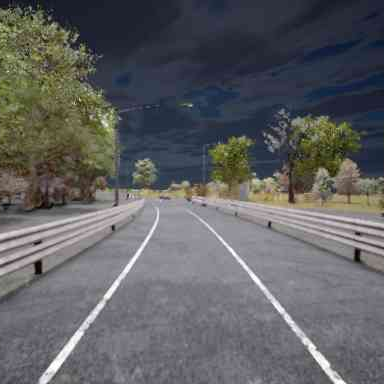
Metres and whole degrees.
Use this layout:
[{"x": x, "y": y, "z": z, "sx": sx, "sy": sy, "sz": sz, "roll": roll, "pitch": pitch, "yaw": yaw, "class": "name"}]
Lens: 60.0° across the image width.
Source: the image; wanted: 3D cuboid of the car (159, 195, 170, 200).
[{"x": -7.573, "y": 1.473, "z": 90.954, "sx": 2.033, "sy": 1.411, "sz": 5.357, "roll": 0, "pitch": 0, "yaw": -23, "class": "car"}]

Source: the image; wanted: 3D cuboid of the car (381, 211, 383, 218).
[{"x": 18.744, "y": 1.829, "z": 28.857, "sx": 1.994, "sy": 1.385, "sz": 4.181, "roll": 0, "pitch": 0, "yaw": -23, "class": "car"}]

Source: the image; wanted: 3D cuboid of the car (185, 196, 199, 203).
[{"x": 0.334, "y": 1.582, "z": 72.296, "sx": 2.033, "sy": 1.411, "sz": 5.357, "roll": 0, "pitch": 0, "yaw": -23, "class": "car"}]

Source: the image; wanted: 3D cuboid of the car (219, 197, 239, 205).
[{"x": 6.255, "y": 1.662, "z": 58.330, "sx": 2.033, "sy": 1.411, "sz": 5.357, "roll": 0, "pitch": 0, "yaw": -23, "class": "car"}]
